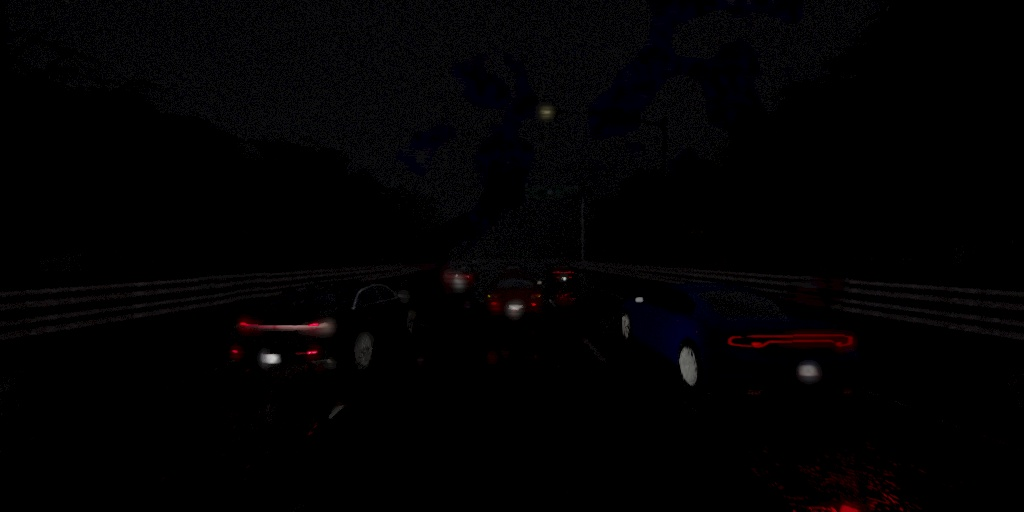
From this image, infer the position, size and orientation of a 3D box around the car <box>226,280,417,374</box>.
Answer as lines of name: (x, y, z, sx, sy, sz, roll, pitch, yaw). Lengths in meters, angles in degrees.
car: (-3.416, 1.249, 7.523, 2.128, 1.511, 4.902, 0, 0, 0)

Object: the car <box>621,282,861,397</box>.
car: (3.581, 1.233, 6.785, 1.882, 1.535, 5.008, 0, 0, 0)

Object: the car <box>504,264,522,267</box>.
car: (0.098, 1.317, 27.777, 1.812, 1.442, 4.674, 0, 0, 0)

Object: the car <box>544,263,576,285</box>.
car: (3.596, 1.294, 26.907, 1.837, 1.490, 4.892, 0, 0, 0)

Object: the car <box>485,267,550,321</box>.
car: (0.085, 1.289, 12.416, 1.812, 1.442, 4.674, 0, 0, 0)

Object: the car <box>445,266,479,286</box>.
car: (-3.404, 1.387, 25.271, 1.895, 1.301, 4.718, 0, 0, 0)
